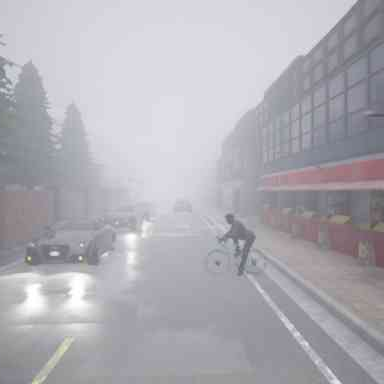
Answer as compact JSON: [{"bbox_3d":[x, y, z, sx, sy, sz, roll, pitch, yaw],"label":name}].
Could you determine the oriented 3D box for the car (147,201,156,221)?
[{"bbox_3d":[-4.273,1.520,26.661,1.994,1.385,4.181,0,0,-2],"label":"car"}]

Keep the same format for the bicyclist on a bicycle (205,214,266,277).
[{"bbox_3d":[1.161,1.406,8.820,1.656,1.620,0.582,0,0,-2],"label":"bicyclist on a bicycle"}]

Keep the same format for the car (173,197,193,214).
[{"bbox_3d":[-0.966,1.431,34.997,2.128,1.511,4.902,0,0,-1],"label":"car"}]

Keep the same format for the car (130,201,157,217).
[{"bbox_3d":[-4.476,1.548,31.265,1.895,1.301,4.718,0,0,-1],"label":"car"}]

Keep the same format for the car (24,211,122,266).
[{"bbox_3d":[-3.895,1.545,11.319,1.994,1.385,4.181,0,0,-1],"label":"car"}]

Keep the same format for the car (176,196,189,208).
[{"bbox_3d":[-1.388,1.396,48.354,1.882,1.535,5.008,0,0,-1],"label":"car"}]

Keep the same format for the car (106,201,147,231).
[{"bbox_3d":[-4.179,1.470,20.599,1.837,1.490,4.892,0,0,-1],"label":"car"}]
